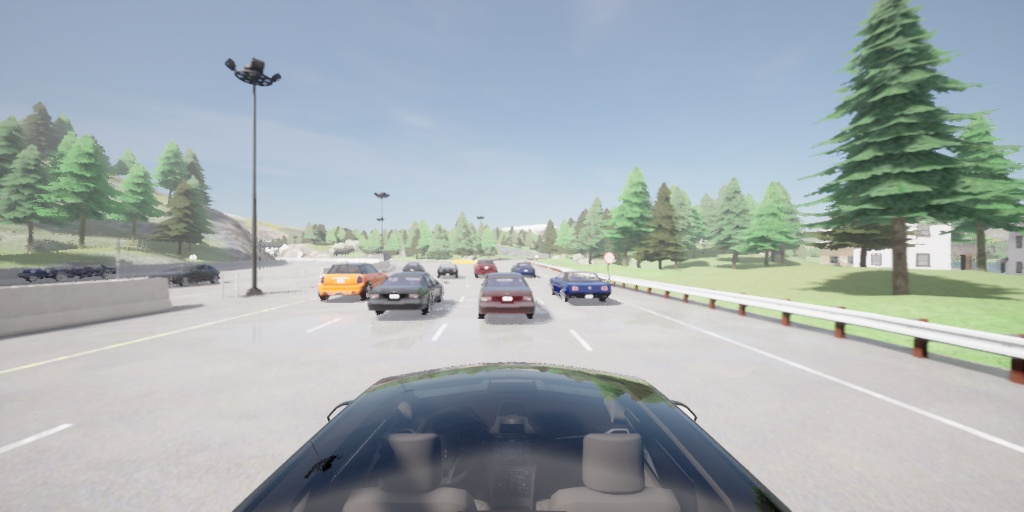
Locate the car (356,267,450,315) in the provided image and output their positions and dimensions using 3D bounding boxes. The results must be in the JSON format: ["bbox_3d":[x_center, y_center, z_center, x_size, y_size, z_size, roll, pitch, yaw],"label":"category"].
[{"bbox_3d":[-3.818,1.303,13.679,2.033,1.411,5.357,0,0,-3],"label":"car"}]

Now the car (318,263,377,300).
[{"bbox_3d":[-7.653,1.111,17.805,2.097,1.767,4.553,0,0,-4],"label":"car"}]

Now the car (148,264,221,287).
[{"bbox_3d":[-22.450,1.304,24.824,1.837,1.490,4.892,0,0,-7],"label":"car"}]

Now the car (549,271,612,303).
[{"bbox_3d":[2.977,1.349,16.751,1.895,1.301,4.718,0,0,-4],"label":"car"}]

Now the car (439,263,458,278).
[{"bbox_3d":[-6.087,1.360,34.246,1.895,1.301,4.718,0,0,-9],"label":"car"}]

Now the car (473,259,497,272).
[{"bbox_3d":[-2.637,1.108,34.667,2.097,1.767,4.553,0,0,-9],"label":"car"}]

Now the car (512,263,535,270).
[{"bbox_3d":[1.024,1.316,34.890,1.994,1.385,4.181,0,0,-7],"label":"car"}]

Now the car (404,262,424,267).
[{"bbox_3d":[-10.098,1.328,36.815,1.994,1.385,4.181,0,0,-10],"label":"car"}]

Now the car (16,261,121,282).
[{"bbox_3d":[-29.400,0.992,23.995,1.895,1.301,4.718,0,0,-7],"label":"car"}]

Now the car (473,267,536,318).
[{"bbox_3d":[-0.274,1.299,13.001,2.033,1.411,5.357,0,0,-3],"label":"car"}]
